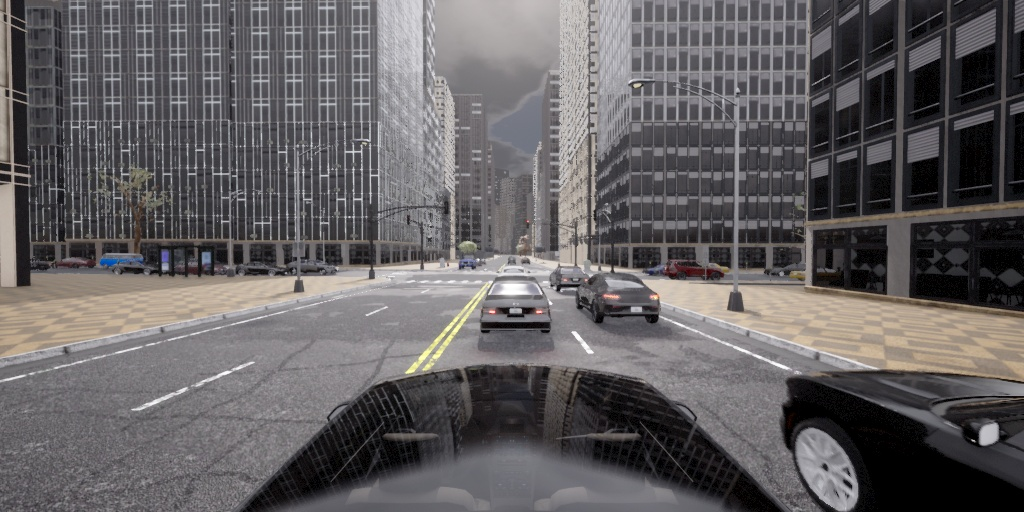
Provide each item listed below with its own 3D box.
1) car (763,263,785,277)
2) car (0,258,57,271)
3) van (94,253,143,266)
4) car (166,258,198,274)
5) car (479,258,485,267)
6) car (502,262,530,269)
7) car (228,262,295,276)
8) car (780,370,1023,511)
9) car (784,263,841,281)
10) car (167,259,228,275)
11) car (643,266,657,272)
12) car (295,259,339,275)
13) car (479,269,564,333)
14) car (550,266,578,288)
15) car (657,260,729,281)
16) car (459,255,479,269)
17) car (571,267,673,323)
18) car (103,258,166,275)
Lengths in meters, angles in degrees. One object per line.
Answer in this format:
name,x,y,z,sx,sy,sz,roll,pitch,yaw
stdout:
car,29.228,1.476,37.733,4.892,1.490,1.837,0,1,1
car,-49.431,0.824,35.960,4.892,1.490,1.837,0,1,2
van,-45.314,0.603,41.626,3.998,1.789,1.690,0,0,1
car,-30.556,0.981,35.535,4.902,1.511,2.128,1,1,1
car,-6.600,1.190,64.963,2.128,1.511,4.902,0,0,0
car,0.088,1.265,20.257,1.812,1.442,4.674,0,0,0
car,-22.752,1.172,32.675,4.313,1.339,1.948,0,0,1
car,3.345,1.228,1.173,1.882,1.535,5.008,0,0,0
car,27.622,1.577,31.985,4.829,1.417,1.751,0,0,1
car,-28.436,1.136,32.804,4.207,1.307,1.802,0,0,1
car,16.700,1.410,37.944,5.357,1.411,2.033,0,1,1
car,-19.603,1.082,35.319,4.902,1.511,2.128,1,1,1
car,0.096,1.293,10.666,2.033,1.411,5.357,0,0,0
car,3.339,1.286,21.347,2.033,1.411,5.357,0,0,0
car,16.173,1.267,32.174,5.009,1.841,2.192,0,0,1
car,-6.633,0.933,53.897,2.150,2.045,5.566,0,0,0
car,3.345,1.271,11.936,1.812,1.442,4.674,0,0,0
car,-34.117,1.068,32.973,4.313,1.339,1.948,0,0,1
